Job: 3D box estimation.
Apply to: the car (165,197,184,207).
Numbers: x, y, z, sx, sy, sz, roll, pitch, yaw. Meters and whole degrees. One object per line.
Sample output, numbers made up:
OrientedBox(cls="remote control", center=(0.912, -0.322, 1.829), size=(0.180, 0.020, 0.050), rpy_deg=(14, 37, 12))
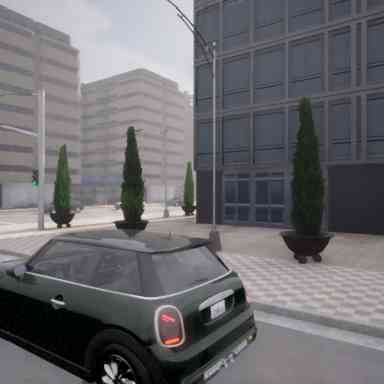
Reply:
OrientedBox(cls="car", center=(-2.208, 1.558, 52.712), size=(1.837, 1.490, 4.892), rpy_deg=(0, 0, 35))

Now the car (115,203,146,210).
OrientedBox(cls="car", center=(-8.157, 1.579, 44.293), size=(1.812, 1.442, 4.674), rpy_deg=(0, 0, 35))

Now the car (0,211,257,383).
OrientedBox(cls="car", center=(-1.433, 1.352, 5.015), size=(4.553, 1.767, 2.097), rpy_deg=(0, 0, 35))

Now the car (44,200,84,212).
OrientedBox(cls="car", center=(-14.052, 1.558, 35.953), size=(1.837, 1.490, 4.892), rpy_deg=(0, 0, 35))
